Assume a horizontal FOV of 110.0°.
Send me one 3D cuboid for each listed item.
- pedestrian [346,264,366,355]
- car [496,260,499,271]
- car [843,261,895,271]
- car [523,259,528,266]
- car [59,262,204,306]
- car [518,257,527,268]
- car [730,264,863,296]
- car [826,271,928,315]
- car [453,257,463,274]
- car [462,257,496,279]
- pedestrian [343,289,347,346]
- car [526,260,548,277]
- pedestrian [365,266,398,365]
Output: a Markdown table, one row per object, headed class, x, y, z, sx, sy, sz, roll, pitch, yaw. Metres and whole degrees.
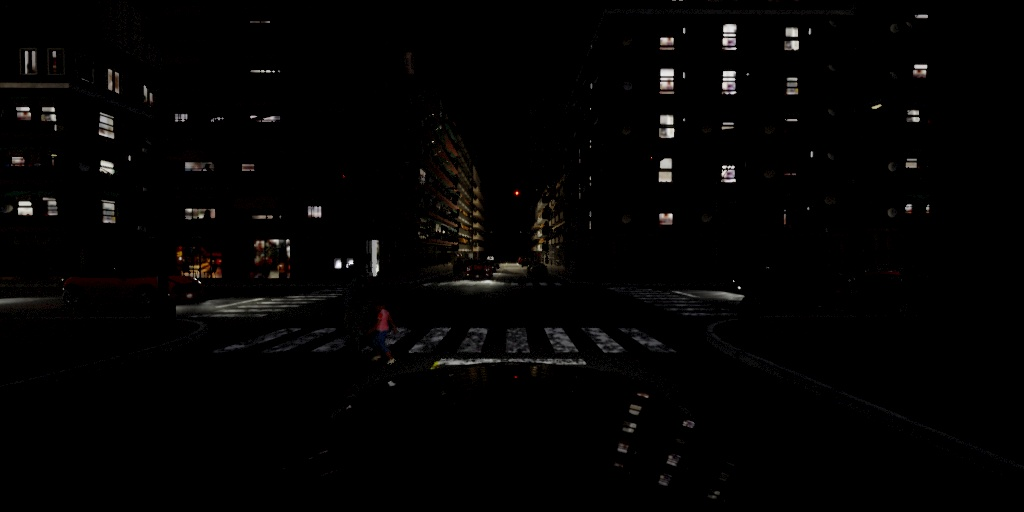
| class | x | y | z | sx | sy | sz | roll | pitch | yaw |
| --- | --- | --- | --- | --- | --- | --- | --- | --- | --- |
| pedestrian | -3.017 | 1.044 | 7.220 | 0.375 | 1.860 | 0.375 | -1 | 1 | 0 |
| car | -2.852 | 1.242 | 43.387 | 1.837 | 1.490 | 4.892 | 0 | 0 | 0 |
| car | 20.240 | 1.112 | 21.198 | 4.097 | 1.591 | 1.967 | 0 | 0 | -1 |
| car | 2.556 | 1.289 | 40.105 | 2.007 | 1.370 | 4.403 | 0 | 0 | 0 |
| car | -16.081 | 1.130 | 15.399 | 4.553 | 1.767 | 2.097 | 0 | 1 | 0 |
| car | 2.551 | 1.274 | 62.262 | 1.888 | 1.381 | 4.507 | 0 | 0 | 0 |
| car | 14.478 | 1.259 | 18.672 | 5.357 | 1.411 | 2.033 | 0 | 1 | -1 |
| car | 14.726 | 1.349 | 13.267 | 4.313 | 1.339 | 1.948 | 0 | 0 | -1 |
| car | -5.325 | 1.053 | 40.162 | 2.192 | 1.841 | 5.009 | 0 | 0 | 0 |
| car | -2.851 | 1.093 | 31.871 | 2.097 | 1.767 | 4.553 | 0 | 0 | 0 |
| pedestrian | -3.391 | 1.043 | 7.847 | 0.375 | 1.860 | 0.375 | -1 | 1 | 0 |
| car | 2.557 | 1.322 | 34.566 | 1.802 | 1.307 | 4.207 | 0 | 0 | 0 |
| pedestrian | -2.395 | 1.043 | 6.650 | 0.375 | 1.860 | 0.375 | -1 | 1 | 0 |
